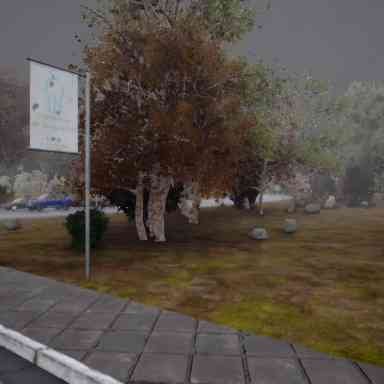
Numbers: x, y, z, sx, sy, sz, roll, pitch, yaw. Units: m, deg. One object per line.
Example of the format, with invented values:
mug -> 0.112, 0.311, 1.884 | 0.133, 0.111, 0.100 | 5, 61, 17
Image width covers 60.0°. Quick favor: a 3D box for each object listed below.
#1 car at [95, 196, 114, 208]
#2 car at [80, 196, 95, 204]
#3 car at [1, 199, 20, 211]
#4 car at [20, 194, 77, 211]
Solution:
car -> -11.033, 1.312, 47.945 | 2.097, 1.767, 4.553 | 0, 0, 37
car -> -14.844, 1.319, 48.739 | 2.097, 1.767, 4.553 | 0, 0, 38
car -> -20.830, 1.498, 41.122 | 1.837, 1.490, 4.892 | 0, 0, 38
car -> -17.130, 1.212, 40.145 | 2.150, 2.045, 5.566 | 0, 0, 39
